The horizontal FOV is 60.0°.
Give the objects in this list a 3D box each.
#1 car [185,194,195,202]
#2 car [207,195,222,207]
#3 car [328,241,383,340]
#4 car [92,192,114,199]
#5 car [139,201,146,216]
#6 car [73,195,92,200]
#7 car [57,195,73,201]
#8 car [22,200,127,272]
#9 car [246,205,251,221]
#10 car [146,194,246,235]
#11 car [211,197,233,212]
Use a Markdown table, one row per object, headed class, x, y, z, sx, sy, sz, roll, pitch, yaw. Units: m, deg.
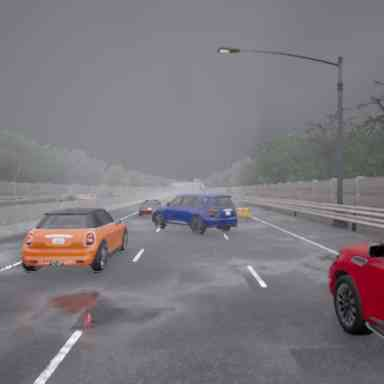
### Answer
| class | x | y | z | sx | sy | sz | roll | pitch | yaw |
| --- | --- | --- | --- | --- | --- | --- | --- | --- | --- |
| car | -0.441 | 1.179 | 65.730 | 1.882 | 1.535 | 5.008 | 0 | 0 | 0 |
| car | 3.131 | 1.218 | 47.655 | 1.801 | 1.575 | 5.366 | 0 | 0 | 0 |
| car | 3.476 | 1.201 | 3.487 | 2.150 | 2.045 | 5.566 | 0 | 0 | 0 |
| car | -14.514 | 0.955 | 55.740 | 2.150 | 2.045 | 5.566 | 0 | 0 | 0 |
| car | -3.634 | 1.399 | 30.374 | 1.994 | 1.385 | 4.181 | 0 | 0 | 0 |
| car | -18.014 | 1.204 | 56.807 | 1.882 | 1.535 | 5.008 | 0 | 0 | 0 |
| car | -21.512 | 1.232 | 57.029 | 1.837 | 1.490 | 4.892 | 0 | 0 | 0 |
| car | -3.480 | 1.290 | 10.767 | 2.097 | 1.767 | 4.553 | 0 | 0 | 0 |
| car | 3.303 | 1.316 | 25.650 | 1.801 | 1.575 | 5.366 | 0 | 0 | 0 |
| car | 0.031 | 1.120 | 18.459 | 2.150 | 2.045 | 5.566 | -1 | 1 | -41 |
| car | 3.218 | 1.312 | 36.463 | 1.837 | 1.490 | 4.892 | 0 | 0 | 0 |
